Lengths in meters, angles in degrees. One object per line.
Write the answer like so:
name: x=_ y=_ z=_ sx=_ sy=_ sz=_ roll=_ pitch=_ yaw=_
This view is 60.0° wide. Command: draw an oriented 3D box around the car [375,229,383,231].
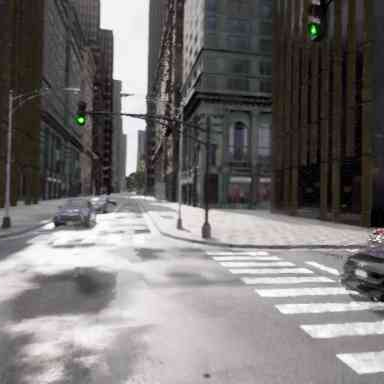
car: x=9.569 y=1.825 z=13.995 sx=4.097 sy=1.590 sz=1.967 roll=2 pitch=-1 yaw=-10

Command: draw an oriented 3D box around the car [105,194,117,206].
car: x=-13.217 y=1.435 z=54.353 sx=2.033 sy=1.411 sz=5.357 roll=1 pitch=0 yaw=-10

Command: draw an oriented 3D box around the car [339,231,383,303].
car: x=5.540 y=1.733 z=7.398 sx=4.181 sy=1.385 sz=1.994 roll=1 pitch=-1 yaw=-10

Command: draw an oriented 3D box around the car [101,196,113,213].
car: x=-9.810 y=1.385 z=34.848 sx=2.128 sy=1.511 sz=4.902 roll=1 pitch=0 yaw=-10

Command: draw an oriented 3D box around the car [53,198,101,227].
car: x=-7.488 y=1.255 z=21.681 sx=2.097 sy=1.767 sz=4.553 roll=1 pitch=0 yaw=-10
